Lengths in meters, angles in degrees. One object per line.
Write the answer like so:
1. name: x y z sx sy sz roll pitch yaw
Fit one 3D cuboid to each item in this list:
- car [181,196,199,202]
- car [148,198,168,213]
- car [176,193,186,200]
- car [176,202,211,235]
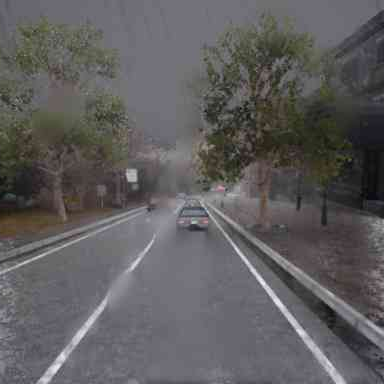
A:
1. car: 0.073 1.477 38.154 2.033 1.411 5.357 0 0 0
2. car: -3.616 1.412 35.895 1.882 1.535 5.008 0 0 0
3. car: -2.466 1.017 76.863 2.097 1.767 4.553 1 1 5
4. car: 0.086 1.513 18.591 2.033 1.411 5.357 0 0 0
